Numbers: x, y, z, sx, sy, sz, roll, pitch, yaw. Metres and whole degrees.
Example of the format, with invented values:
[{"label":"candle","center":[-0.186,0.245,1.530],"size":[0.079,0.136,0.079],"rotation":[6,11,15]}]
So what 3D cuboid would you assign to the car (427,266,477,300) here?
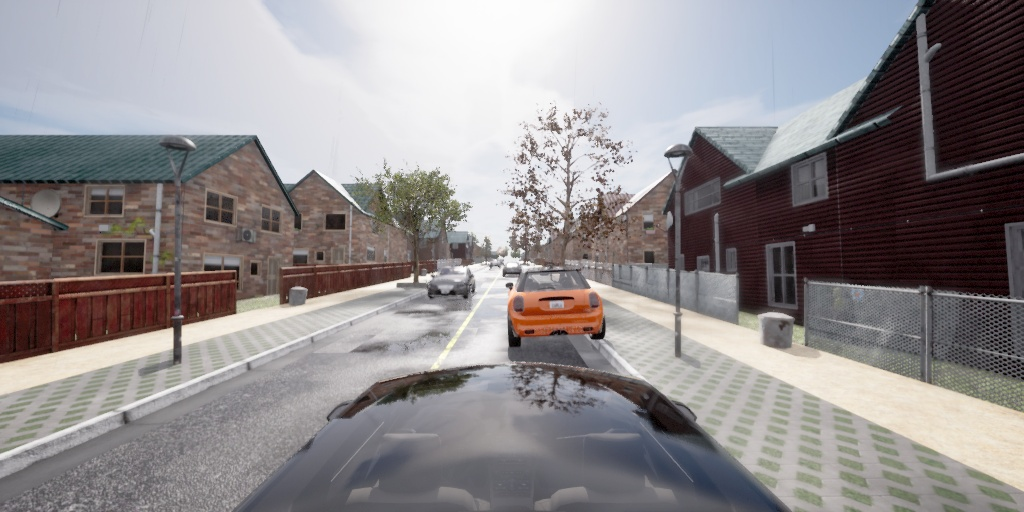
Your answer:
[{"label":"car","center":[-2.866,1.258,17.856],"size":[2.128,1.511,4.902],"rotation":[0,0,0]}]

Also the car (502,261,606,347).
[{"label":"car","center":[0.916,1.060,9.500],"size":[2.097,1.767,4.553],"rotation":[-3,-1,0]}]

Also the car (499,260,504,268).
[{"label":"car","center":[0.032,1.356,36.991],"size":[1.994,1.385,4.181],"rotation":[0,0,0]}]

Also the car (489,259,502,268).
[{"label":"car","center":[-2.890,1.325,61.254],"size":[2.128,1.511,4.902],"rotation":[0,0,0]}]
